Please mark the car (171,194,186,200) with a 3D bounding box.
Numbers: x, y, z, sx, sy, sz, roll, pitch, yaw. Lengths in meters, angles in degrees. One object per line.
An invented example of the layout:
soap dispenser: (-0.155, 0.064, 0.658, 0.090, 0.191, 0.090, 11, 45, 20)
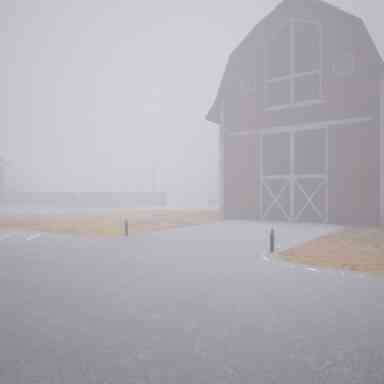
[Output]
car: (-3.796, 1.448, 94.486, 1.932, 1.855, 4.605, 0, 0, 35)
